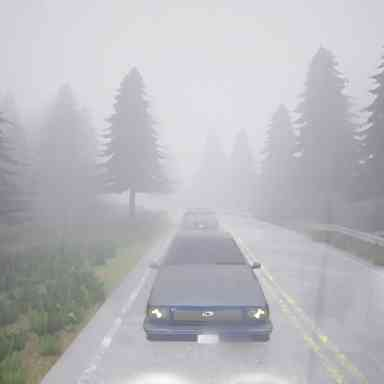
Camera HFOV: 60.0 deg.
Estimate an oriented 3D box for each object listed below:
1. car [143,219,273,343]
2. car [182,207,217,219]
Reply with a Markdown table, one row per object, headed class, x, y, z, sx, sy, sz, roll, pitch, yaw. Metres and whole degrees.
| class | x | y | z | sx | sy | sz | roll | pitch | yaw |
| --- | --- | --- | --- | --- | --- | --- | --- | --- | --- |
| car | 0.254 | 1.557 | 7.059 | 2.033 | 1.411 | 5.357 | 0 | 0 | 1 |
| car | 0.410 | 1.584 | 19.144 | 1.994 | 1.385 | 4.181 | 0 | 0 | -2 |
